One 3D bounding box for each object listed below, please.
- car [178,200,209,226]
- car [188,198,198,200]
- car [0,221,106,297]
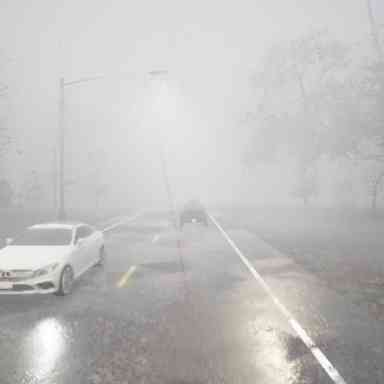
[{"bbox_3d":[0.108,1.533,23.479,1.837,1.490,4.892,0,0,0],"label":"car"},{"bbox_3d":[0.115,1.532,47.835,1.882,1.535,5.008,0,0,0],"label":"car"},{"bbox_3d":[-3.591,1.536,8.731,1.812,1.442,4.674,0,0,0],"label":"car"}]
